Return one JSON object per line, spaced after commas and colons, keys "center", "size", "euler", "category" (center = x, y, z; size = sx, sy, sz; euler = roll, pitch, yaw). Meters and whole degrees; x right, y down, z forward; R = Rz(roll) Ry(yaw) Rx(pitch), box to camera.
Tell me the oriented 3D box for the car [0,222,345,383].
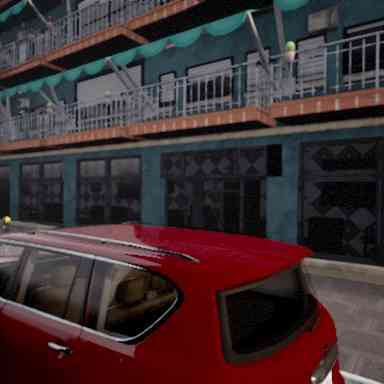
{"center": [-1.092, 1.248, 3.510], "size": [5.009, 1.841, 2.192], "euler": [2, 0, 35], "category": "car"}
